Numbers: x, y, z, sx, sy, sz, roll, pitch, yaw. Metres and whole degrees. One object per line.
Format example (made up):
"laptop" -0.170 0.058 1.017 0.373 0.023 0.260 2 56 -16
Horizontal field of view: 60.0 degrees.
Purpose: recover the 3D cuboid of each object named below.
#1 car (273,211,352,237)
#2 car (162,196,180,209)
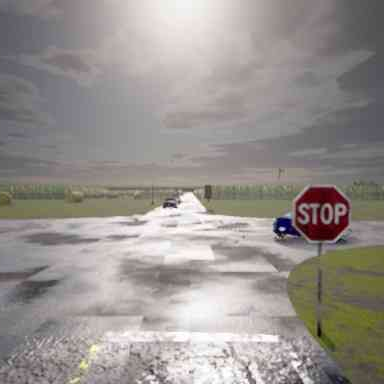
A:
"car" 6.042 1.543 16.631 4.674 1.442 1.812 0 0 -35
"car" -2.950 1.427 45.162 1.837 1.490 4.892 0 0 0
